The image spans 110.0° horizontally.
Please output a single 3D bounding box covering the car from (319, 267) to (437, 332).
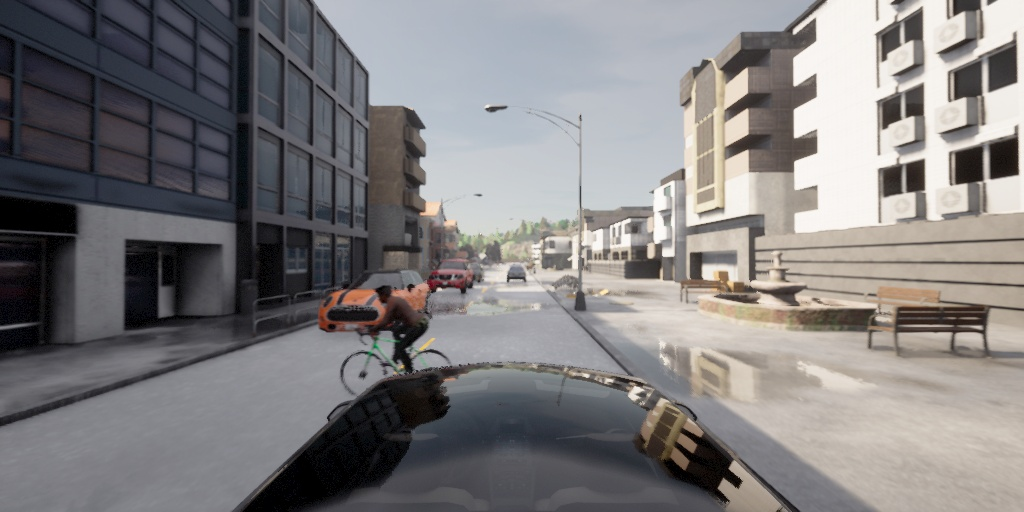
[{"bbox_3d":[-4.007,1.218,11.250,2.097,1.767,4.553,0,-1,1],"label":"car"}]

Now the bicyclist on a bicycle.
[{"bbox_3d":[-1.680,1.243,5.191,1.656,1.620,0.582,-1,-1,1],"label":"bicyclist on a bicycle"}]

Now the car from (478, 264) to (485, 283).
[{"bbox_3d":[-3.695,1.483,32.655,2.097,1.767,4.553,0,-1,1],"label":"car"}]

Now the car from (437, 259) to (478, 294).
[{"bbox_3d":[-3.777,1.235,23.183,2.150,2.045,5.566,0,-1,1],"label":"car"}]

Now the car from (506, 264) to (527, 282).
[{"bbox_3d":[0.414,1.694,33.745,2.033,1.411,5.357,0,-1,1],"label":"car"}]
